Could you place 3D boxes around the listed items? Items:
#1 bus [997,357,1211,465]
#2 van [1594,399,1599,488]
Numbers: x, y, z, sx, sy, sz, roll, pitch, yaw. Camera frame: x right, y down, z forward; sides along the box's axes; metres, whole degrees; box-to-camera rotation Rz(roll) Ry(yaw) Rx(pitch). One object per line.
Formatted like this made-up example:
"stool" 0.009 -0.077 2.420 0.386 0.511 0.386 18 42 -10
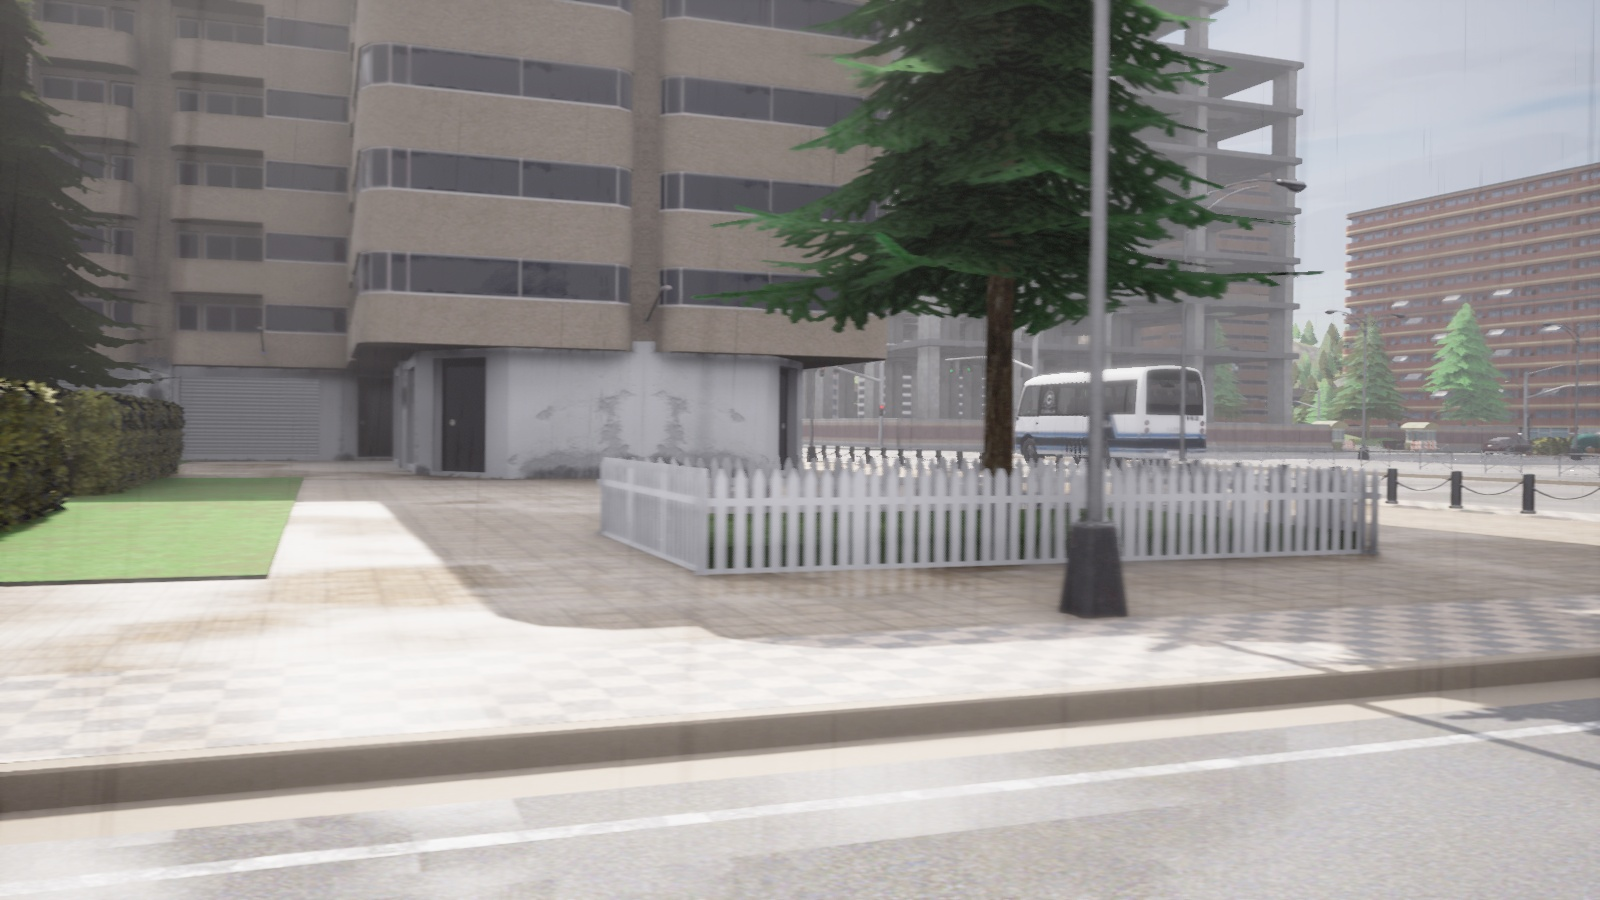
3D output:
"bus" 12.962 -1.614 55.003 3.944 4.253 10.273 -1 1 -21
"van" 19.948 -0.134 27.036 2.069 2.038 4.480 -1 1 -21
